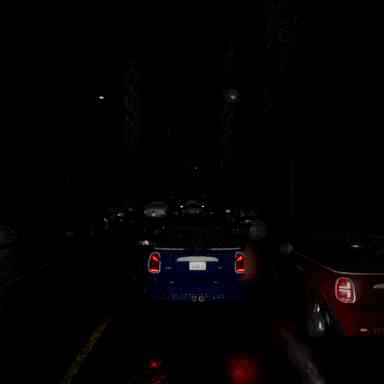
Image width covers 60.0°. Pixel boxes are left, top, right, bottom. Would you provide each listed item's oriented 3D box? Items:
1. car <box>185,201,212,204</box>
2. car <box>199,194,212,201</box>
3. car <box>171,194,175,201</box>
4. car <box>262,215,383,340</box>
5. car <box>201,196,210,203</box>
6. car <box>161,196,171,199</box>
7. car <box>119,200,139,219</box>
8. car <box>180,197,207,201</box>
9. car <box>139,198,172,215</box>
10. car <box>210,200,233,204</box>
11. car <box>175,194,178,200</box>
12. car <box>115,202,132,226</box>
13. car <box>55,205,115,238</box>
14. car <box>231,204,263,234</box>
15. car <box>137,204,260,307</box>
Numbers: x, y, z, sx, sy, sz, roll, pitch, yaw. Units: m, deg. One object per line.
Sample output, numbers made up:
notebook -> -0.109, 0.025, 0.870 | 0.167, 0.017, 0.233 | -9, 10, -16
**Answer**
car -> 0.101, 1.478, 17.398 | 1.882, 1.535, 5.008 | 0, 0, 0
car -> 2.908, 1.482, 65.644 | 1.967, 1.590, 4.097 | 0, 0, 0
car -> -5.593, 1.614, 76.476 | 2.008, 1.369, 4.403 | 0, 0, 0
car -> 2.856, 1.440, 6.548 | 1.967, 1.590, 4.097 | 0, 0, 0
car -> 2.920, 1.577, 71.223 | 1.752, 1.417, 4.829 | 0, 0, 0
car -> -5.616, 1.624, 65.659 | 1.802, 1.307, 4.206 | 0, 0, 0
car -> -5.663, 1.443, 28.556 | 1.967, 1.590, 4.097 | 0, 0, 0
car -> 0.008, 1.459, 27.419 | 1.801, 1.575, 5.366 | 0, 0, 0
car -> -3.005, 1.528, 28.426 | 1.812, 1.442, 4.674 | 0, 0, 0
car -> 2.863, 1.568, 28.553 | 1.947, 1.339, 4.313 | 0, 0, 0
car -> -5.559, 1.635, 92.532 | 1.752, 1.417, 4.829 | 0, 0, 0
car -> -5.664, 1.583, 23.055 | 1.802, 1.307, 4.206 | 0, 0, 0
car -> -5.666, 1.566, 17.553 | 1.947, 1.339, 4.313 | 0, 0, 0
car -> 2.859, 1.551, 17.551 | 2.008, 1.369, 4.403 | 0, 0, 0
car -> 0.102, 1.352, 8.117 | 2.097, 1.767, 4.553 | 0, 0, 0
